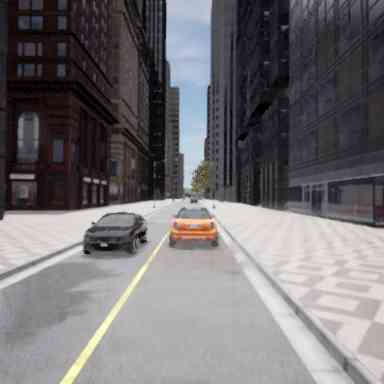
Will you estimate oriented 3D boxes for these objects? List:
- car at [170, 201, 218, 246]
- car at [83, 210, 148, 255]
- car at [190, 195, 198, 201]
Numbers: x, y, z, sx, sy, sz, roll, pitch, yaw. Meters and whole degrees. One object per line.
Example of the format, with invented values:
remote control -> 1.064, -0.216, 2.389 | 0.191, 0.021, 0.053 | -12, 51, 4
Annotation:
car -> 0.085, 1.502, 16.273 | 2.097, 1.767, 4.553 | 0, -1, 0
car -> -3.024, 1.582, 13.998 | 1.882, 1.535, 5.008 | 0, 0, 0
car -> 0.523, 2.157, 87.509 | 2.097, 1.767, 4.553 | 0, -1, 0
